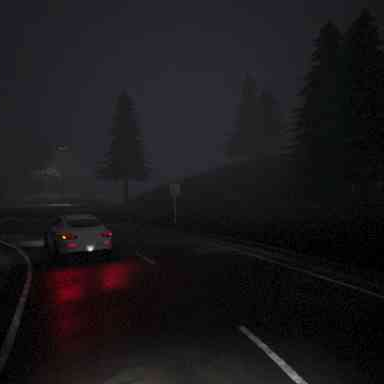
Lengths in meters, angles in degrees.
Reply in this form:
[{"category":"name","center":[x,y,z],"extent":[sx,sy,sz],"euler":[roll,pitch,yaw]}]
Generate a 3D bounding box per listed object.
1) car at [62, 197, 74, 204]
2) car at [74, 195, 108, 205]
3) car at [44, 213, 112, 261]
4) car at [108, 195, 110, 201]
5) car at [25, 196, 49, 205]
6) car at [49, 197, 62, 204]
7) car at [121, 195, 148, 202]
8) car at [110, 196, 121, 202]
[{"category":"car","center":[-20.681,1.558,60.332],"extent":[1.994,1.385,4.181],"euler":[0,0,34]},{"category":"car","center":[-17.682,1.577,58.550],"extent":[1.895,1.301,4.718],"euler":[0,0,34]},{"category":"car","center":[-4.318,1.524,12.421],"extent":[1.812,1.442,4.674],"euler":[0,0,-30]},{"category":"car","center":[-19.763,1.425,74.560],"extent":[1.882,1.535,5.008],"euler":[0,0,33]},{"category":"car","center":[-28.236,1.528,61.506],"extent":[1.882,1.535,5.008],"euler":[0,0,33]},{"category":"car","center":[-23.738,1.576,62.027],"extent":[1.994,1.385,4.181],"euler":[0,0,33]},{"category":"car","center":[-12.468,1.373,72.946],"extent":[1.882,1.535,5.008],"euler":[0,0,33]},{"category":"car","center":[-15.284,1.436,75.035],"extent":[2.128,1.511,4.902],"euler":[0,0,33]}]
